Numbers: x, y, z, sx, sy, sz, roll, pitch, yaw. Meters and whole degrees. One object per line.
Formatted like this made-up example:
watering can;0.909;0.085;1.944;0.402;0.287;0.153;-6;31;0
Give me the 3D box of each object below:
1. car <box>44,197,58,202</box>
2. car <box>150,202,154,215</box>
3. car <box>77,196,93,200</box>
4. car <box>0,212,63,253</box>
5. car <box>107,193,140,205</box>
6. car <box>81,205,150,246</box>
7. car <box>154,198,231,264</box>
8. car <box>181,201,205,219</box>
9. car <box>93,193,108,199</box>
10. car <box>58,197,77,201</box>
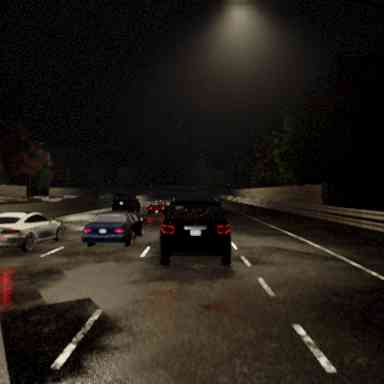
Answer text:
car;-27.997;1.614;66.791;1.895;1.301;4.718;0;0;0
car;-3.397;1.611;34.395;1.895;1.301;4.718;0;0;0
car;-20.997;1.544;66.821;1.812;1.442;4.674;0;0;0
car;-6.899;1.524;13.593;1.812;1.442;4.674;0;0;0
car;-6.898;1.232;35.082;2.150;2.045;5.566;0;0;0
car;-3.402;1.547;15.199;2.033;1.411;5.357;0;0;0
car;0.101;1.221;11.903;2.150;2.045;5.566;0;0;0
car;0.101;1.555;30.272;2.033;1.411;5.357;0;0;0
car;-17.497;1.245;66.791;2.150;2.045;5.566;0;0;0
car;-24.497;1.614;66.791;1.895;1.301;4.718;0;0;0
